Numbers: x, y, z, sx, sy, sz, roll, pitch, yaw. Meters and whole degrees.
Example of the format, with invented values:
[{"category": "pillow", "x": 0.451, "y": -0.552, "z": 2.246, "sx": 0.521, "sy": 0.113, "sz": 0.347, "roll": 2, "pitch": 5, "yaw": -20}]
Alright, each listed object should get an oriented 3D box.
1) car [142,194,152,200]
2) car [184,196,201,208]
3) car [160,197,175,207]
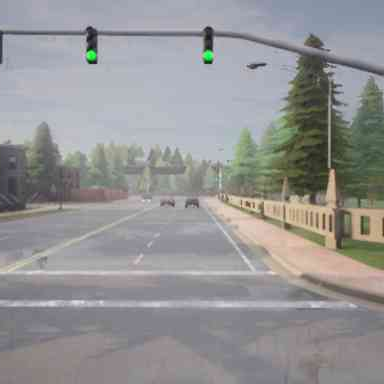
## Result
[{"category": "car", "x": -10.489, "y": 1.152, "z": 77.997, "sx": 2.033, "sy": 1.411, "sz": 5.357, "roll": 0, "pitch": 0, "yaw": 0}, {"category": "car", "x": 0.056, "y": 1.290, "z": 44.598, "sx": 1.837, "sy": 1.490, "sz": 4.892, "roll": 0, "pitch": 1, "yaw": 0}, {"category": "car", "x": -3.394, "y": 1.372, "z": 47.263, "sx": 1.895, "sy": 1.301, "sz": 4.718, "roll": 0, "pitch": 0, "yaw": 0}]
